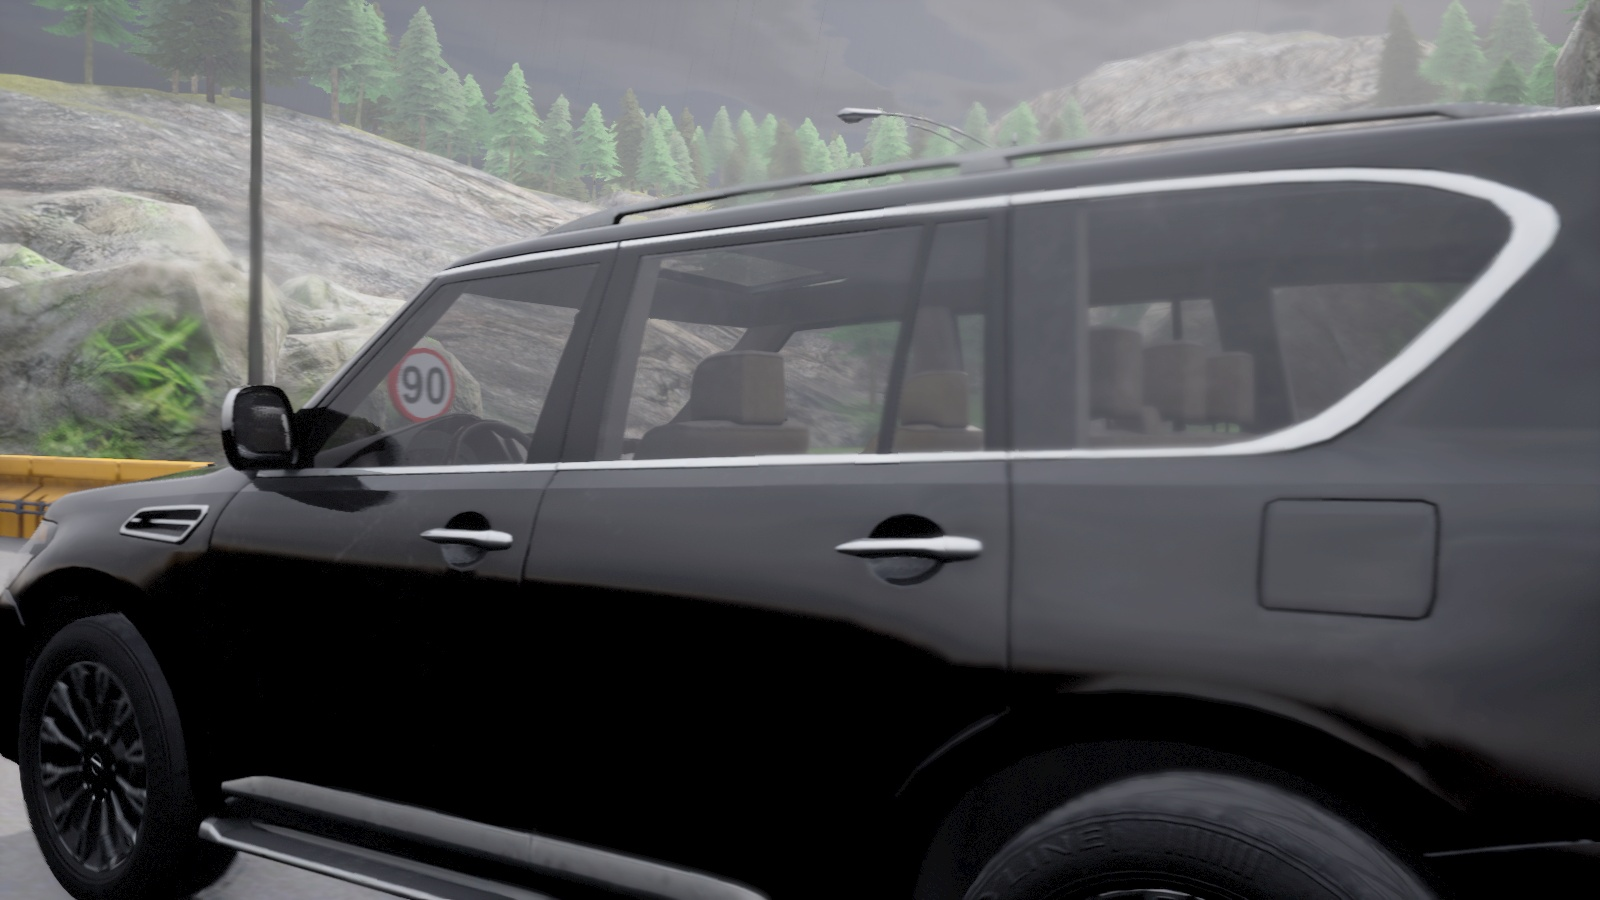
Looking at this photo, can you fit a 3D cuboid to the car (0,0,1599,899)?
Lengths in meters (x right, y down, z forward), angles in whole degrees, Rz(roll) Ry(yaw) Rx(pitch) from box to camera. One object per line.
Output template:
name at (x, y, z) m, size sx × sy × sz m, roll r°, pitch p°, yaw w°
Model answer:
car at (-0.070, 0.398, 3.665) m, size 5.566 × 2.045 × 2.150 m, roll 0°, pitch 1°, yaw 34°
